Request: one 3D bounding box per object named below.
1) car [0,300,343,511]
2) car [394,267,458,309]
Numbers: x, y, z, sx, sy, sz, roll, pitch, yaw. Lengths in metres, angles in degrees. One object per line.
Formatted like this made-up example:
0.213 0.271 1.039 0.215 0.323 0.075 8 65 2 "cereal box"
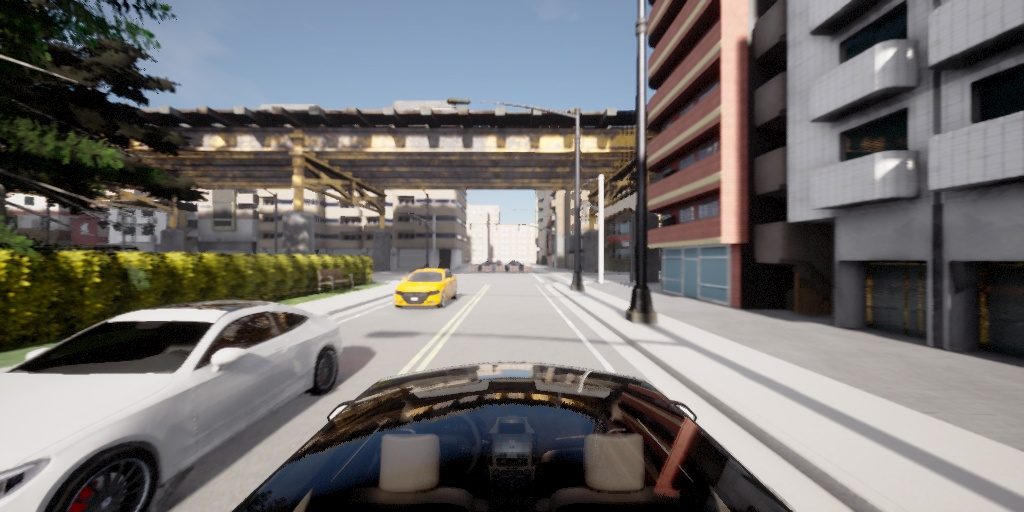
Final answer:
-3.586 1.277 3.948 1.812 1.442 4.674 0 0 0 "car"
-3.554 1.290 15.606 1.882 1.535 5.008 0 0 0 "car"
